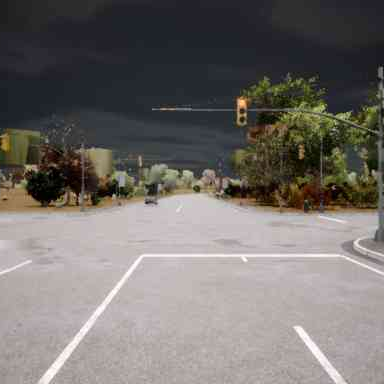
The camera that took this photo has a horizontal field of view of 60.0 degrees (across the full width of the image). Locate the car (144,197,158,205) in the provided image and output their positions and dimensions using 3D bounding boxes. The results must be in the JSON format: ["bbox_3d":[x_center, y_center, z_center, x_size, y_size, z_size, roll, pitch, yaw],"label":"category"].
[{"bbox_3d":[-7.000,1.518,57.439,2.033,1.411,5.357,0,0,0],"label":"car"}]
